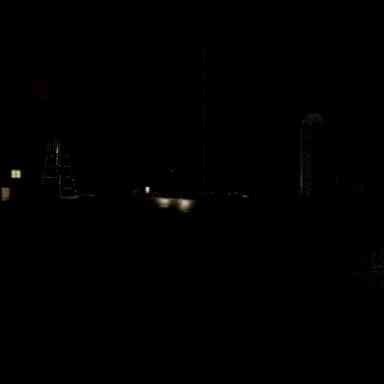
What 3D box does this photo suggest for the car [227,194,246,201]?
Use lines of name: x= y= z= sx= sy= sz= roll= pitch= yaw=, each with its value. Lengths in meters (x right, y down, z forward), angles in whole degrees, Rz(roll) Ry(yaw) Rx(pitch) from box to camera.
car: x=9.175 y=1.133 z=68.523 sx=1.994 sy=1.385 sz=4.181 roll=0 pitch=1 yaw=-36
